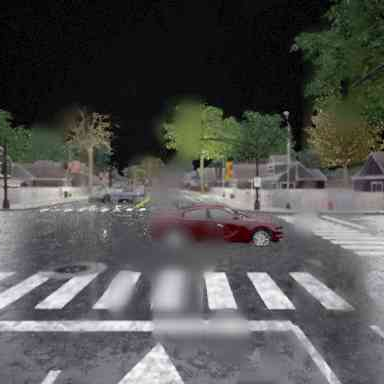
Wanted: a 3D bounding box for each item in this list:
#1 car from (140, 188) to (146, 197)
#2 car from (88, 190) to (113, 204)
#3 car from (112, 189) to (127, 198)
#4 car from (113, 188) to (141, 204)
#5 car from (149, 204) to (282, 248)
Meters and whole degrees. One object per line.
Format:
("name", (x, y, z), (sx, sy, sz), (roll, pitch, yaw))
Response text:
("car", (-8.928, 0.134, 56.715), (2.128, 1.511, 4.902), (0, 1, -5))
("car", (-10.799, 0.554, 39.093), (1.882, 1.535, 5.008), (0, 1, -3))
("car", (-12.091, 0.196, 55.618), (1.812, 1.442, 4.674), (0, 1, -5))
("car", (-7.530, 0.626, 39.003), (2.033, 1.411, 5.357), (0, 1, -3))
("car", (0.899, 1.218, 12.751), (5.008, 1.535, 1.882), (0, 1, 3))
